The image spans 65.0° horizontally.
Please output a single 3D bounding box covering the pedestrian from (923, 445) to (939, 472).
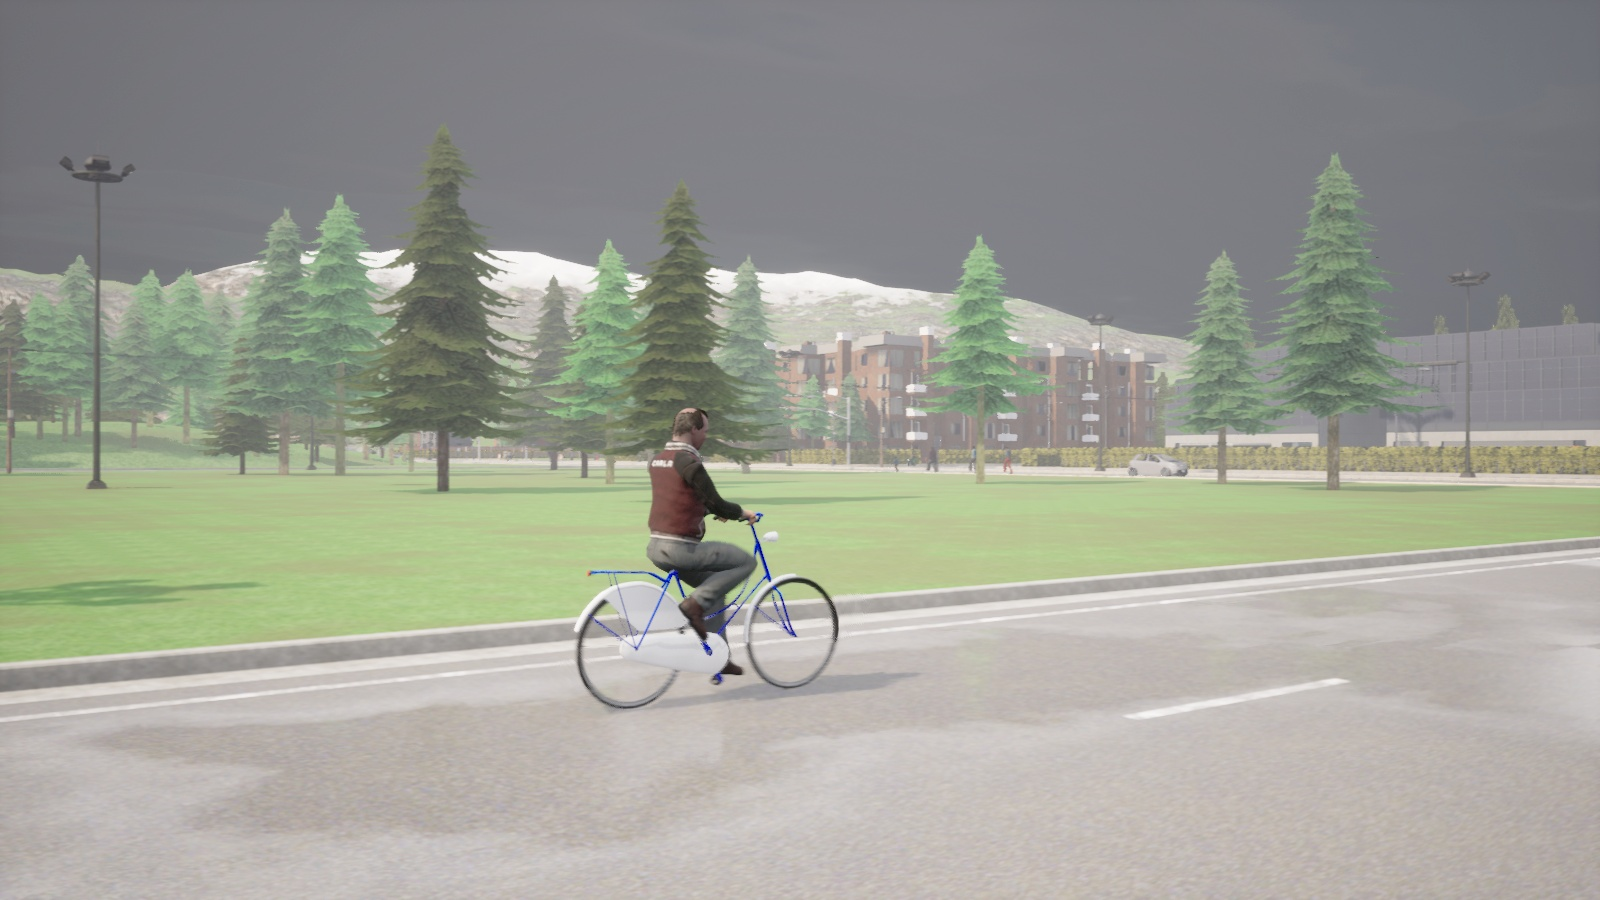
[{"bbox_3d":[8.894,0.573,84.997,0.634,1.844,0.899,0,0,-35],"label":"pedestrian"}]

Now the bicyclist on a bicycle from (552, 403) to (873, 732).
[{"bbox_3d":[-0.495,0.635,7.579,1.843,1.776,0.659,0,0,-35],"label":"bicyclist on a bicycle"}]

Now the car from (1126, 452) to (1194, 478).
[{"bbox_3d":[21.974,0.901,76.759,1.845,1.501,3.633,0,0,-35],"label":"car"}]
